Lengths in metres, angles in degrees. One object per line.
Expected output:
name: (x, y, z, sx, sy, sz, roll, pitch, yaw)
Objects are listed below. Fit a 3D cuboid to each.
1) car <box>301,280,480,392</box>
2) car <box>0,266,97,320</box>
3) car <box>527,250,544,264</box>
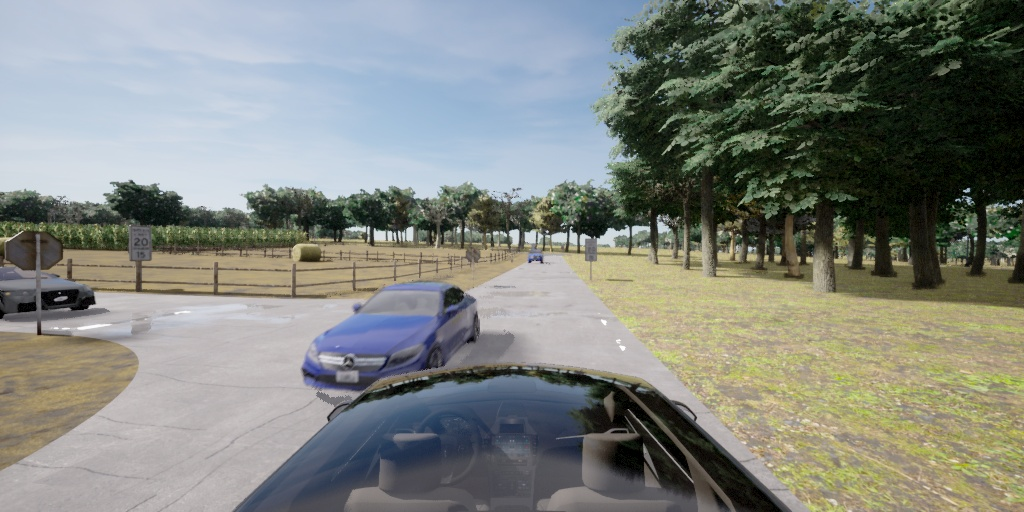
car: (-1.838, 1.245, 6.895, 1.812, 1.442, 4.674, 0, 1, 7)
car: (-14.909, 1.012, 10.510, 4.181, 1.385, 1.994, 1, 0, 7)
car: (3.550, 0.066, 53.364, 2.150, 2.045, 5.566, 0, 2, 7)
